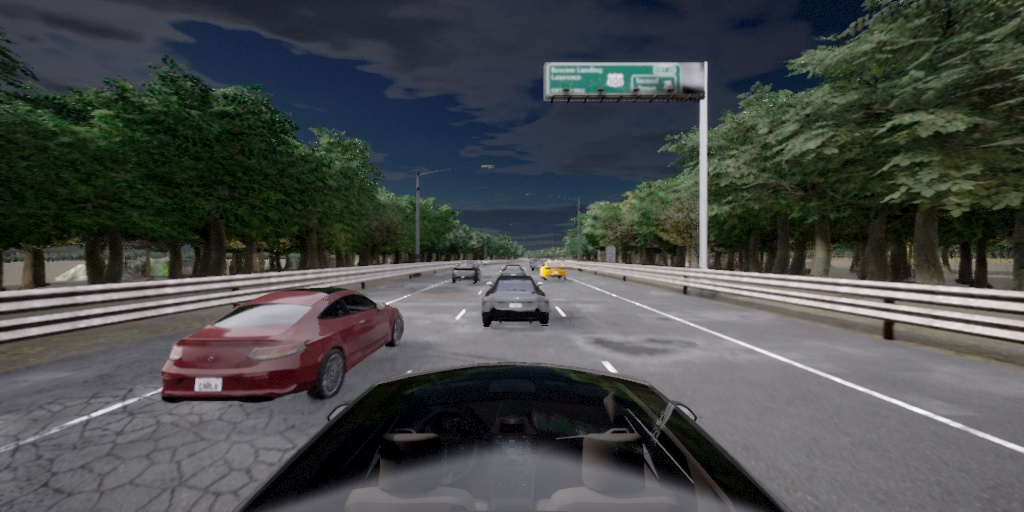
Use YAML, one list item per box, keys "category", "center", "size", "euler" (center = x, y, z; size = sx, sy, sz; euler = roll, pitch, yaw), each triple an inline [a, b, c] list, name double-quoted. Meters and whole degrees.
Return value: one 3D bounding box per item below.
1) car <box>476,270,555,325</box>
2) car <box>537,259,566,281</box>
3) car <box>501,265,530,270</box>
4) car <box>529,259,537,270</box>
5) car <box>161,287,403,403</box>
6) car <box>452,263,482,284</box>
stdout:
- category: "car"
  center: [0.099, 1.318, 11.777]
  size: [1.994, 1.385, 4.181]
  euler: [0, 0, 0]
- category: "car"
  center: [3.491, 1.209, 31.008]
  size: [1.882, 1.535, 5.008]
  euler: [0, 0, 0]
- category: "car"
  center: [0.095, 1.351, 28.131]
  size: [1.994, 1.385, 4.181]
  euler: [0, 0, 0]
- category: "car"
  center: [3.712, 1.382, 50.869]
  size: [1.994, 1.385, 4.181]
  euler: [0, 0, 1]
- category: "car"
  center: [-3.401, 1.276, 6.317]
  size: [1.812, 1.442, 4.674]
  euler: [0, 0, 0]
- category: "car"
  center: [-3.405, 1.276, 27.503]
  size: [2.128, 1.511, 4.902]
  euler: [0, 0, 0]
